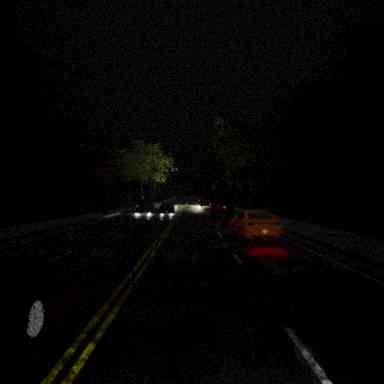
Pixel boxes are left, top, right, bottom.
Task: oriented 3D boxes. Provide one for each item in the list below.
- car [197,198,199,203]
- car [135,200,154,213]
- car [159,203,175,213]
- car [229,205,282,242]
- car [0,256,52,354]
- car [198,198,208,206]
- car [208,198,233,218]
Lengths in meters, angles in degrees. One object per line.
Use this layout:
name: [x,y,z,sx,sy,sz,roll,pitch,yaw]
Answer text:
car: [3.090,2.651,92.581,2.097,1.767,4.553,0,-1,0]
car: [-6.611,1.968,46.577,2.097,1.767,4.553,0,-1,0]
car: [-3.368,2.149,45.531,2.033,1.411,5.357,0,-1,0]
car: [3.340,1.687,17.712,1.882,1.535,5.008,0,-1,0]
car: [-3.353,1.520,3.721,1.882,1.535,5.008,0,-1,0]
car: [3.156,2.641,81.600,1.837,1.490,4.892,0,-1,0]
car: [3.330,1.693,36.625,2.150,2.045,5.566,0,-1,0]
